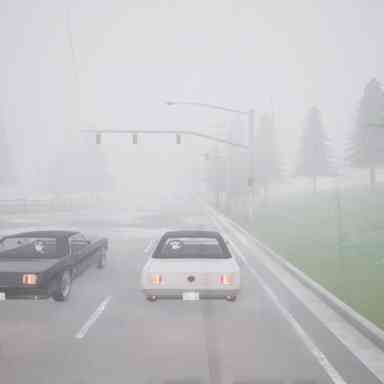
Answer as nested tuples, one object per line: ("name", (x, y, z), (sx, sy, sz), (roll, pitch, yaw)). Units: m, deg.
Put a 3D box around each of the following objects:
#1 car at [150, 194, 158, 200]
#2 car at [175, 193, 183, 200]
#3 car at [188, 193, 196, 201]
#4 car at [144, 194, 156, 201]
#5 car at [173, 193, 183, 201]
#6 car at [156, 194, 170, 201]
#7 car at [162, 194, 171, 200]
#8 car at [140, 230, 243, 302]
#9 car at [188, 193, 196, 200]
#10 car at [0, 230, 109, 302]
("car", (-10.577, 1.357, 92.484), (1.812, 1.442, 4.674), (0, 0, 0))
("car", (-3.577, 1.187, 92.460), (2.097, 1.767, 4.553), (0, 0, 0))
("car", (-0.069, 1.517, 82.073), (2.128, 1.511, 4.902), (0, 0, 0))
("car", (-10.569, 1.588, 82.511), (1.895, 1.301, 4.718), (0, 0, 0))
("car", (-3.569, 1.348, 82.456), (2.097, 1.767, 4.553), (0, 0, 0))
("car", (-7.069, 1.517, 82.067), (2.128, 1.511, 4.902), (0, 0, 0))
("car", (-7.077, 1.372, 92.487), (2.033, 1.411, 5.357), (0, 0, 0))
("car", (0.006, 1.601, 8.236), (1.895, 1.301, 4.718), (0, 0, 0))
("car", (-0.077, 1.187, 92.463), (2.097, 1.767, 4.553), (0, 0, 0))
("car", (-3.494, 1.601, 8.233), (1.895, 1.301, 4.718), (0, 0, 0))
